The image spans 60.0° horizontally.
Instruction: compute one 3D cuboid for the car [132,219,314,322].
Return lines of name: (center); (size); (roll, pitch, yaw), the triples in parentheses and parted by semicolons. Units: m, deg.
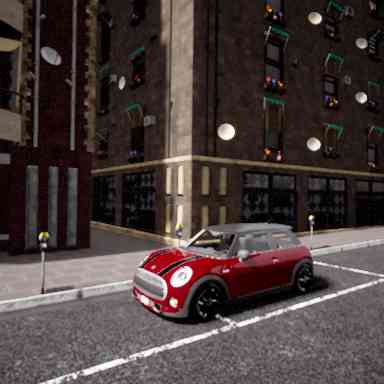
car: (0.761, 1.455, 7.236); (4.097, 1.590, 1.967); (0, 1, -35)
